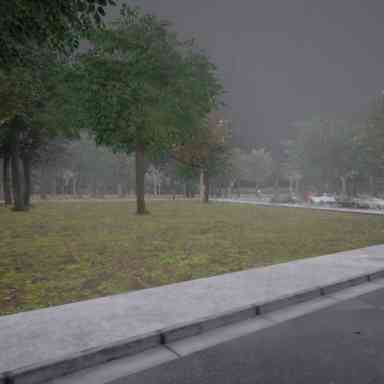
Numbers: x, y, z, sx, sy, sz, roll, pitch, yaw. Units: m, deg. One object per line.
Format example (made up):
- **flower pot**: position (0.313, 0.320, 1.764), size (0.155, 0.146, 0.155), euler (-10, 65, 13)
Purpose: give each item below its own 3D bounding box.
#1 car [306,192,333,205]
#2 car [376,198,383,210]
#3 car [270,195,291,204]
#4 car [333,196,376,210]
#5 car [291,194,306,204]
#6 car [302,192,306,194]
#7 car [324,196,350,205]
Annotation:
- **car**: position (23.993, 1.273, 61.483), size (2.150, 2.045, 5.566), euler (0, 0, -11)
- **car**: position (24.275, 1.552, 44.044), size (1.812, 1.442, 4.674), euler (0, 0, -12)
- **car**: position (16.688, 1.595, 64.257), size (1.994, 1.385, 4.181), euler (0, 0, -12)
- **car**: position (21.080, 1.519, 43.443), size (1.837, 1.490, 4.892), euler (0, 0, -12)
- **car**: position (19.873, 1.568, 64.907), size (1.812, 1.442, 4.674), euler (0, 0, -12)
- **car**: position (21.774, 1.406, 71.535), size (2.128, 1.511, 4.902), euler (0, 0, -12)
- **car**: position (27.129, 1.554, 62.338), size (2.128, 1.511, 4.902), euler (0, 0, -12)
